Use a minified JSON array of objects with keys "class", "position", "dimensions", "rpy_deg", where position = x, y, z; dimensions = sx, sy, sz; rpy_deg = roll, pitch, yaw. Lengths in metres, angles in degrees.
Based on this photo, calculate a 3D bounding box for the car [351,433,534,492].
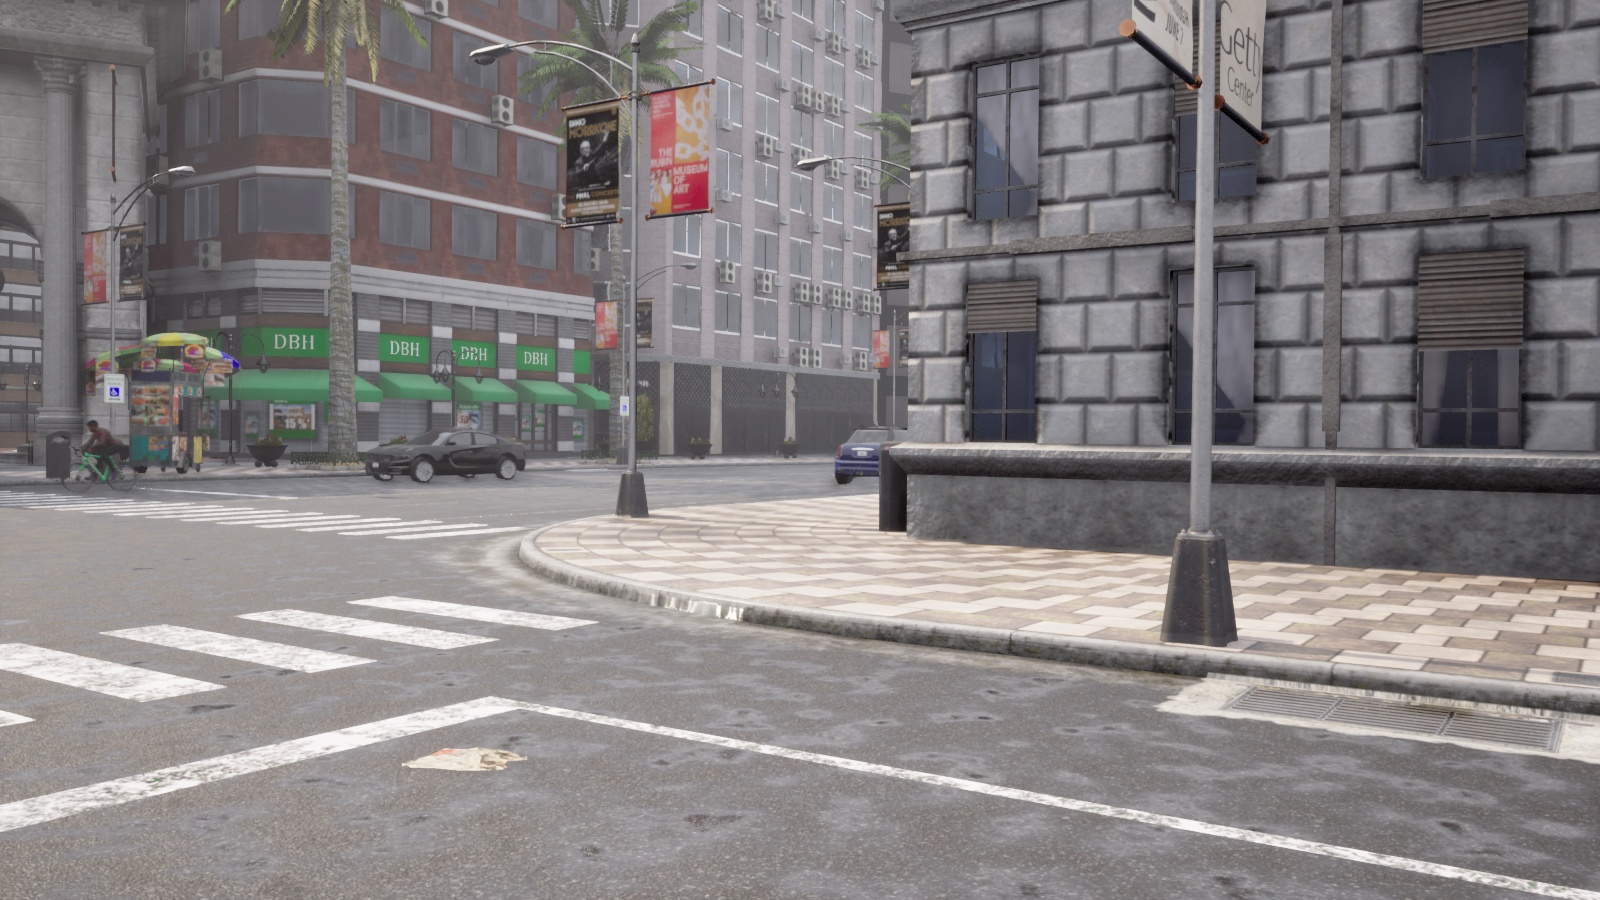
[{"class":"car","position":[-10.205,0.307,36.229],"dimensions":[1.882,1.535,5.008],"rpy_deg":[0,1,34]}]

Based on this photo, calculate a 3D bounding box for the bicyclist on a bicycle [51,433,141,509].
[{"class":"bicyclist on a bicycle","position":[-15.721,0.443,28.076],"dimensions":[0.582,1.620,1.656],"rpy_deg":[0,1,34]}]

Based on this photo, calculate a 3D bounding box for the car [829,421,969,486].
[{"class":"car","position":[2.990,0.058,36.993],"dimensions":[2.097,1.767,4.553],"rpy_deg":[0,1,34]}]
